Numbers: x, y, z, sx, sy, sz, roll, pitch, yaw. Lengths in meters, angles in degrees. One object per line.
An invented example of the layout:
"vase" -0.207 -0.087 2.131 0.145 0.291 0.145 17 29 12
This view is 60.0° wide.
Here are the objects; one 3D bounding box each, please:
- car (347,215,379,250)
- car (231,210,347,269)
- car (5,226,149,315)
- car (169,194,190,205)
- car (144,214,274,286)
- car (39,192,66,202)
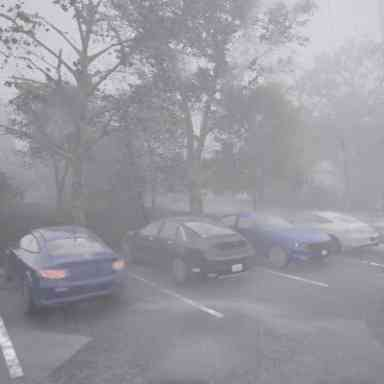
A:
"car" 4.857 1.464 13.267 2.002 1.452 4.674 0 0 -35
"car" 2.288 1.439 11.445 2.097 1.535 5.008 0 0 -35
"car" -3.039 1.511 7.636 2.002 1.452 4.674 0 0 -35
"car" -1.175 0.648 44.253 2.097 1.767 4.553 -4 3 -38
"car" -0.370 1.457 9.536 2.231 1.521 4.892 0 0 -35
"car" -20.013 0.696 49.407 5.008 1.535 1.882 0 0 -24
